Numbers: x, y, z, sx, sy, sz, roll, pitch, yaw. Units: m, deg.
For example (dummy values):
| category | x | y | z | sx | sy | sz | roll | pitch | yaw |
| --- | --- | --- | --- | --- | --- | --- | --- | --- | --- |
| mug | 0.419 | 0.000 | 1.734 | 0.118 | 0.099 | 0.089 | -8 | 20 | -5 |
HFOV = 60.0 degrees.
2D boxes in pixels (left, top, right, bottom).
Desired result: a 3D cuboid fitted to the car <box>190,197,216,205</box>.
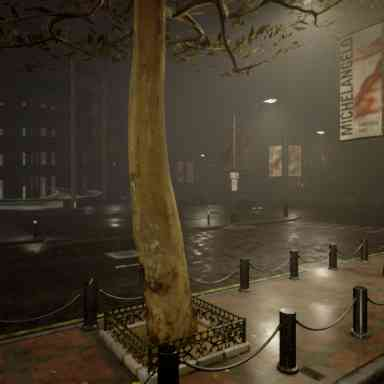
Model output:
| category | x | y | z | sx | sy | sz | roll | pitch | yaw |
| --- | --- | --- | --- | --- | --- | --- | --- | --- | --- |
| car | 1.879 | 1.547 | 58.032 | 2.033 | 1.411 | 5.357 | 0 | 0 | -38 |

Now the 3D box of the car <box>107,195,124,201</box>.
| category | x | y | z | sx | sy | sz | roll | pitch | yaw |
| --- | --- | --- | --- | --- | --- | --- | --- | --- | --- |
| car | -19.000 | 1.474 | 77.400 | 4.674 | 1.442 | 1.812 | 0 | 0 | 12 |

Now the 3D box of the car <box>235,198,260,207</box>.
| category | x | y | z | sx | sy | sz | roll | pitch | yaw |
| --- | --- | --- | --- | --- | --- | --- | --- | --- | --- |
| car | 8.026 | 1.564 | 49.566 | 1.994 | 1.385 | 4.181 | 0 | 0 | -35 |

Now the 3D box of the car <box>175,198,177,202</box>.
| category | x | y | z | sx | sy | sz | roll | pitch | yaw |
| --- | --- | --- | --- | --- | --- | --- | --- | --- | --- |
| car | -5.073 | 1.477 | 65.902 | 5.008 | 1.535 | 1.882 | 0 | 0 | 41 |

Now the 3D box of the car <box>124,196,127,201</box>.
| category | x | y | z | sx | sy | sz | roll | pitch | yaw |
| --- | --- | --- | --- | --- | --- | --- | --- | --- | --- |
| car | -18.040 | 1.464 | 80.766 | 4.674 | 1.442 | 1.812 | 0 | 0 | 12 |
